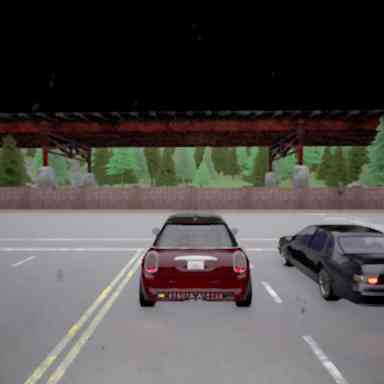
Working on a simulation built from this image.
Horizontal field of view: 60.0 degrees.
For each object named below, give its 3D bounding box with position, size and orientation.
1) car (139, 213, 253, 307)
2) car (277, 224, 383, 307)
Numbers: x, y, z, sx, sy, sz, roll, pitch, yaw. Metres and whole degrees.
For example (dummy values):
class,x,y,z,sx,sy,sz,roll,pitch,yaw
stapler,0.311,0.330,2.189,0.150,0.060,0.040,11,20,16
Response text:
class,x,y,z,sx,sy,sz,roll,pitch,yaw
car,0.073,1.289,7.981,2.097,1.767,4.553,0,0,0
car,3.577,1.484,8.070,2.033,1.411,5.357,0,0,0
